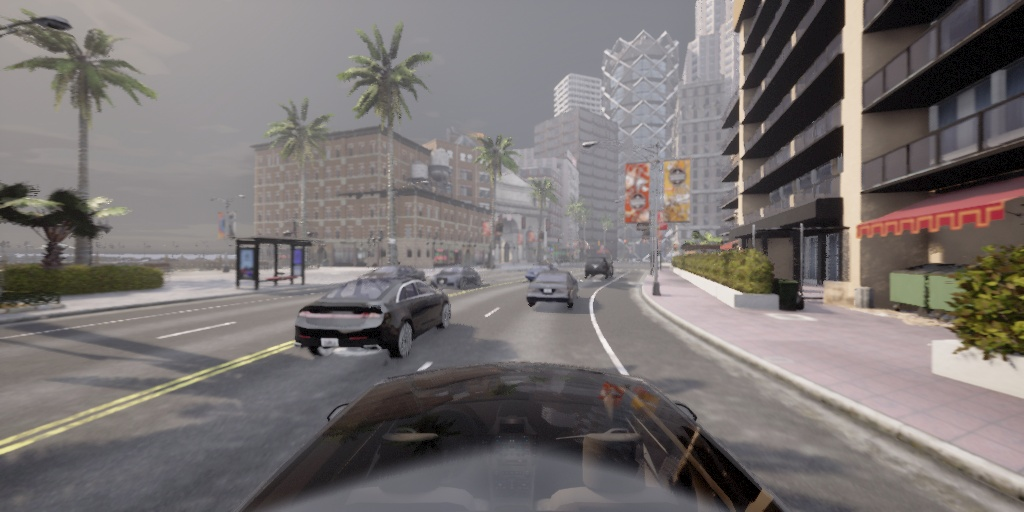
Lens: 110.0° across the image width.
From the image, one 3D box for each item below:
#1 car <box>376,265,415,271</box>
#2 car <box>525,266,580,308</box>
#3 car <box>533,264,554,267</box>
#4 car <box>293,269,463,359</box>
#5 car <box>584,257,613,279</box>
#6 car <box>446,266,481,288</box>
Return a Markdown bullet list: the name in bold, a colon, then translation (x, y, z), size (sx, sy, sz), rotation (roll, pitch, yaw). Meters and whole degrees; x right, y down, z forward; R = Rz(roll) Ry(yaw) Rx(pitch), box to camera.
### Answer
- **car**: translation (-7.355, 1.280, 22.513), size (2.033, 1.411, 5.357), rotation (0, 0, 16)
- **car**: translation (1.891, 1.335, 15.665), size (2.033, 1.411, 5.357), rotation (0, 0, 13)
- **car**: translation (2.686, 1.363, 29.462), size (2.033, 1.411, 5.357), rotation (0, 0, 21)
- **car**: translation (-2.823, 1.233, 8.400), size (2.128, 1.511, 4.902), rotation (0, 0, 5)
- **car**: translation (8.399, 1.085, 34.417), size (2.150, 2.045, 5.566), rotation (0, 0, 22)
- **car**: translation (-3.524, 1.325, 22.953), size (1.994, 1.385, 4.181), rotation (0, 0, 18)
